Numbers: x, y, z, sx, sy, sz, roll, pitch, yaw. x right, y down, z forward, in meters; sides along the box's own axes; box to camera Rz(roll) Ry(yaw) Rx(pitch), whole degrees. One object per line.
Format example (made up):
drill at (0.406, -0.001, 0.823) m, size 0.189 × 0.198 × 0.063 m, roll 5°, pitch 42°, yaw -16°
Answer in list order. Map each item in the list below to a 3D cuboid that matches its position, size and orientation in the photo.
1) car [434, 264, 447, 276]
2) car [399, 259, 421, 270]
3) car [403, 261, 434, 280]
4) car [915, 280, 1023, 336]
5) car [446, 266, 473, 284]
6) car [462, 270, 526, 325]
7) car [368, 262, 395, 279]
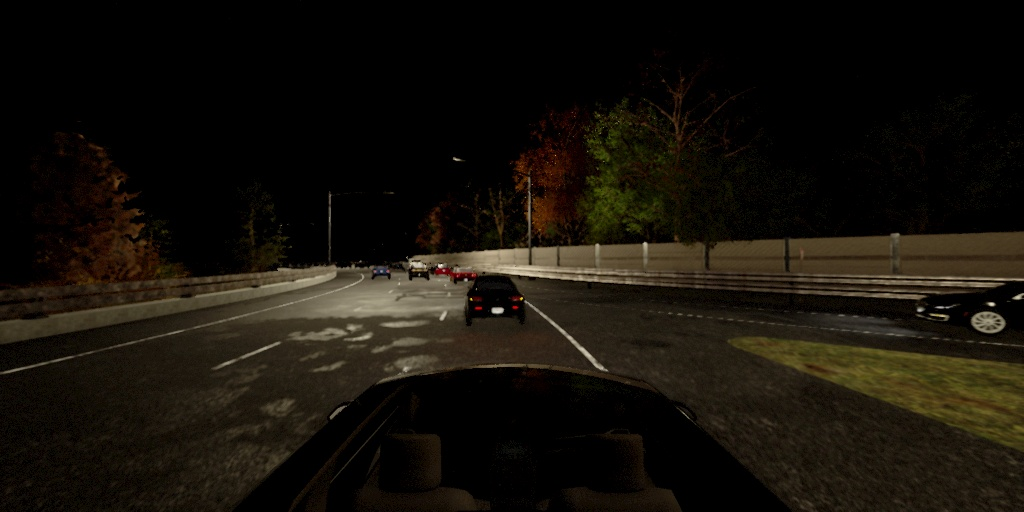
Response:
car at (-8.664, 1.691, 43.469) m, size 1.994 × 1.385 × 4.181 m, roll 0°, pitch -1°, yaw -23°
car at (-16.329, 1.493, 58.770) m, size 2.150 × 2.045 × 5.566 m, roll 0°, pitch 0°, yaw -30°
car at (-9.256, 1.546, 35.272) m, size 2.128 × 1.511 × 4.902 m, roll 0°, pitch -1°, yaw -18°
car at (13.851, 1.305, 9.082) m, size 4.892 × 1.490 × 1.837 m, roll 0°, pitch -1°, yaw 33°
car at (-4.198, 1.607, 30.313) m, size 1.895 × 1.301 × 4.718 m, roll 0°, pitch -1°, yaw -15°
car at (-0.650, 1.369, 12.255) m, size 1.812 × 1.442 × 4.674 m, roll 0°, pitch 0°, yaw -6°
car at (-13.916, 1.633, 38.136) m, size 2.033 × 1.411 × 5.357 m, roll 0°, pitch -1°, yaw -21°
